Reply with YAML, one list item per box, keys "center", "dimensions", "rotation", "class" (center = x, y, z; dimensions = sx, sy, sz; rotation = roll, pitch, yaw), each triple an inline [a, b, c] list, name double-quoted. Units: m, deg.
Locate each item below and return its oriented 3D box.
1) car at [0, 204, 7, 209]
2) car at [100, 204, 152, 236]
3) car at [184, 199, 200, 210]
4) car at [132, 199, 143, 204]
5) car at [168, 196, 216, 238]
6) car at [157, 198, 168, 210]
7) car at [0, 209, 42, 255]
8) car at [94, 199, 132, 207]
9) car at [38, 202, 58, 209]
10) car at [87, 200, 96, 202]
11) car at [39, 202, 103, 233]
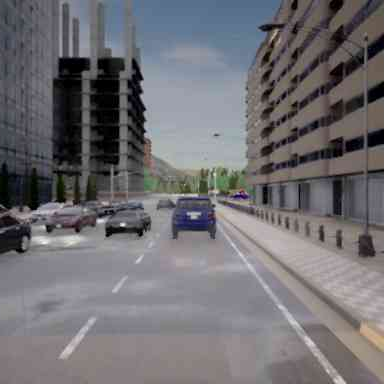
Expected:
- center: [-10.591, 1.361, 16.061]
  dimensions: [2.097, 1.767, 4.553]
  rotation: [0, 0, 0]
  class: "car"
- center: [-3.401, 1.575, 18.378]
  dimensions: [1.994, 1.385, 4.181]
  rotation: [0, 0, 0]
  class: "car"
- center: [0.016, 1.592, 43.322]
  dimensions: [1.994, 1.385, 4.181]
  rotation: [0, 0, 0]
  class: "car"
- center: [-7.001, 1.551, 40.294]
  dimensions: [1.812, 1.442, 4.674]
  rotation: [0, 0, 0]
  class: "car"
- center: [0.111, 1.232, 17.874]
  dimensions: [2.150, 2.045, 5.566]
  rotation: [0, 0, 0]
  class: "car"
- center: [-3.481, 1.520, 43.596]
  dimensions: [2.128, 1.511, 4.902]
  rotation: [0, 0, 0]
  class: "car"
- center: [-7.090, 1.511, 10.965]
  dimensions: [1.837, 1.490, 4.892]
  rotation: [0, 0, 0]
  class: "car"
- center: [-7.026, 1.582, 30.034]
  dimensions: [1.994, 1.385, 4.181]
  rotation: [0, 0, 0]
  class: "car"
- center: [-10.559, 1.541, 25.426]
  dimensions: [1.812, 1.442, 4.674]
  rotation: [0, 0, 0]
  class: "car"
- center: [-10.501, 1.585, 35.230]
  dimensions: [1.994, 1.385, 4.181]
  rotation: [0, 0, 0]
  class: "car"
- center: [-7.080, 1.538, 19.991]
  dimensions: [1.812, 1.442, 4.674]
  rotation: [0, 0, 0]
  class: "car"
